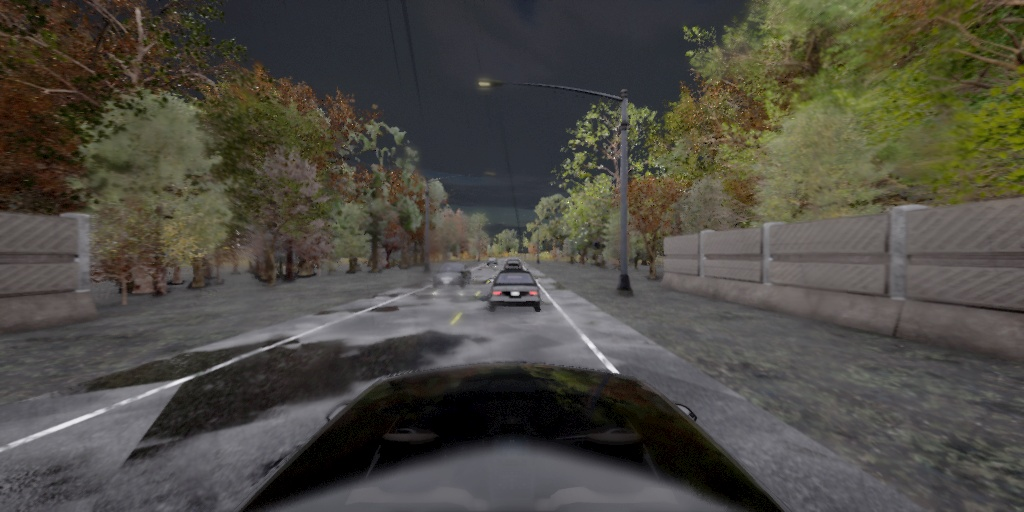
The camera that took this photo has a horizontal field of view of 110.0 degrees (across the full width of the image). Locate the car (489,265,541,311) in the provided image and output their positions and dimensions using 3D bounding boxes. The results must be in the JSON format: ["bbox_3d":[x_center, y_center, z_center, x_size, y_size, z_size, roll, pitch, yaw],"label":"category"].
[{"bbox_3d":[0.106,1.254,14.111,2.033,1.411,5.357,0,0,0],"label":"car"}]

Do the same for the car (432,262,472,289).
[{"bbox_3d":[-3.581,1.162,22.102,2.128,1.511,4.902,0,0,0],"label":"car"}]

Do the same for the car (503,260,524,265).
[{"bbox_3d":[0.123,1.111,36.360,1.837,1.490,4.892,0,1,0],"label":"car"}]

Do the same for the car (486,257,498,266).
[{"bbox_3d":[-3.488,0.987,63.341,1.812,1.442,4.674,0,0,1],"label":"car"}]
